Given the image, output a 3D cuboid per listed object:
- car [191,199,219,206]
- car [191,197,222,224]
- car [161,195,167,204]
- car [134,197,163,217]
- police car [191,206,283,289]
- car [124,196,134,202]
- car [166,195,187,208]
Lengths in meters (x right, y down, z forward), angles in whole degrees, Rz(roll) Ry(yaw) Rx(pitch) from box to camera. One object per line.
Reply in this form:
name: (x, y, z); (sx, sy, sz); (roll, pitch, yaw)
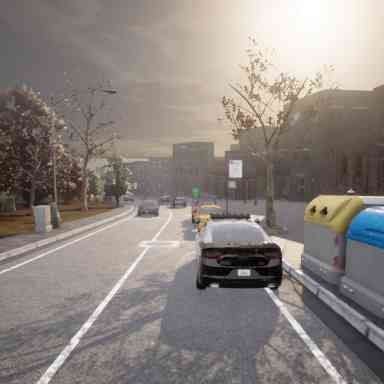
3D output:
car: (1.026, 1.419, 19.368); (1.801, 1.575, 5.366); (0, 0, 0)
car: (1.011, 1.300, 25.201); (2.097, 1.767, 4.553); (0, 0, -1)
car: (-4.799, 1.386, 60.394); (1.837, 1.490, 4.892); (-2, 0, -16)
car: (-3.926, 1.457, 30.638); (1.837, 1.490, 4.892); (0, 0, -3)
police car: (1.039, 1.408, 9.241); (1.930, 1.638, 5.238); (0, 0, 0)
car: (-14.875, 1.618, 78.864); (2.033, 1.411, 5.357); (-2, 0, -23)
car: (-1.949, 1.384, 46.905); (2.128, 1.511, 4.902); (-1, 0, -10)
